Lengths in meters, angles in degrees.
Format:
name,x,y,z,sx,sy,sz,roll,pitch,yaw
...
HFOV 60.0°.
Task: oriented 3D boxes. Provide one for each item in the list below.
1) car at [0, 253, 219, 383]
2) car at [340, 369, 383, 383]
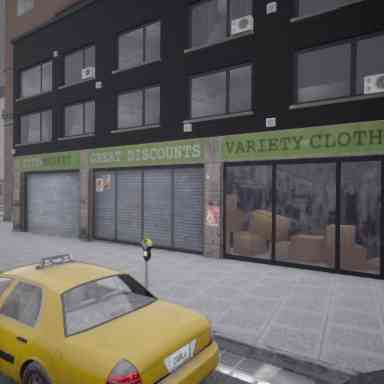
name,x,y,z,sx,sy,sz,roll,pitch,yaw
car,-1.990,1.524,4.502,4.829,1.417,1.752,0,1,35
car,2.701,1.551,1.167,4.403,1.369,2.008,0,1,35
